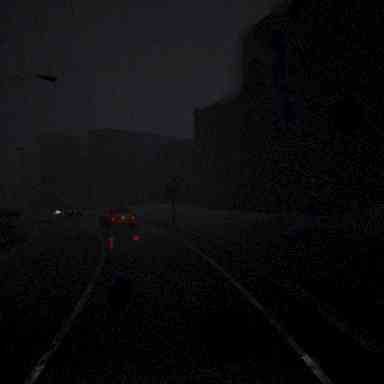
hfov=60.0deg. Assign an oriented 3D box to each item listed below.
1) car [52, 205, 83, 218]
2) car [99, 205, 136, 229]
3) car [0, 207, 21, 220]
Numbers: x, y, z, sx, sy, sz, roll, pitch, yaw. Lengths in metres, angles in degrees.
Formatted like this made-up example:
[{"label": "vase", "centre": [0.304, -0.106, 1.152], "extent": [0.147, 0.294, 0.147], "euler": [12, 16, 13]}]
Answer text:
[{"label": "car", "centre": [-14.231, 2.196, 37.888], "extent": [2.033, 1.411, 5.357], "euler": [-3, 0, -40]}, {"label": "car", "centre": [-5.359, 1.672, 23.451], "extent": [1.801, 1.575, 5.366], "euler": [-2, 0, -23]}, {"label": "car", "centre": [-23.687, 2.647, 42.608], "extent": [5.008, 1.535, 1.882], "euler": [-4, 0, 42]}]
